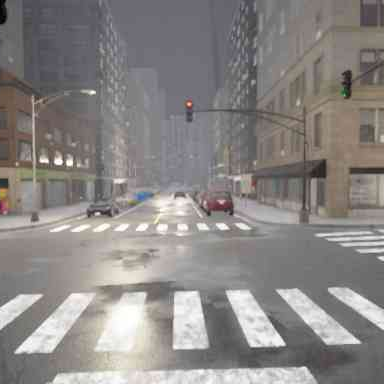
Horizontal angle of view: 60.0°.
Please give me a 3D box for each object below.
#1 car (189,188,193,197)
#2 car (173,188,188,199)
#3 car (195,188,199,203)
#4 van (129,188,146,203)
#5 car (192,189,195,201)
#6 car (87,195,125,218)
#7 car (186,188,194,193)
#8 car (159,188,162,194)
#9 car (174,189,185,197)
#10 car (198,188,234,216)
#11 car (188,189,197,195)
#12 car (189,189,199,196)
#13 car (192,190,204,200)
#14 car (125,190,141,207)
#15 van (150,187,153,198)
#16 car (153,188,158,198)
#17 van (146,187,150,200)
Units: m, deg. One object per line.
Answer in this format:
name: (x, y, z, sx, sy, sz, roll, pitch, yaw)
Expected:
car: (1.132, 0.300, 47.647, 2.192, 1.841, 5.009, -1, 1, -2)
car: (-1.979, 0.363, 54.631, 1.837, 1.490, 4.892, 0, 1, -2)
car: (1.747, 0.651, 30.904, 2.192, 1.841, 5.009, -1, 1, -2)
van: (-7.186, 0.513, 41.752, 1.690, 1.788, 3.998, -1, 1, -2)
car: (1.335, 0.624, 42.240, 1.752, 1.417, 4.829, -1, 1, -2)
car: (-6.562, 1.086, 25.015, 1.947, 1.339, 4.313, -1, 1, -2)
car: (-0.506, -0.421, 92.298, 2.008, 1.369, 4.403, -1, 1, -2)
car: (-8.424, -0.100, 75.239, 1.967, 1.590, 4.097, -1, 1, -2)
car: (-2.364, 0.187, 65.044, 2.033, 1.411, 5.357, 0, 1, -2)
car: (1.953, 0.766, 25.323, 2.192, 1.841, 5.009, -1, 1, -2)
car: (0.110, -0.059, 75.556, 2.008, 1.369, 4.403, -1, 1, -2)
car: (0.315, 0.076, 69.976, 1.947, 1.339, 4.313, -1, 1, -2)
car: (0.931, 0.449, 53.233, 1.802, 1.307, 4.206, -1, 1, -2)
car: (-6.970, 0.817, 36.006, 1.752, 1.417, 4.829, -1, 1, -2)
van: (-7.599, 0.277, 52.914, 1.690, 1.788, 3.998, -1, 1, -2)
car: (-7.807, 0.132, 58.495, 2.192, 1.841, 5.009, -1, 1, -2)
van: (-7.393, 0.395, 47.334, 1.690, 1.788, 3.998, -1, 1, -2)
